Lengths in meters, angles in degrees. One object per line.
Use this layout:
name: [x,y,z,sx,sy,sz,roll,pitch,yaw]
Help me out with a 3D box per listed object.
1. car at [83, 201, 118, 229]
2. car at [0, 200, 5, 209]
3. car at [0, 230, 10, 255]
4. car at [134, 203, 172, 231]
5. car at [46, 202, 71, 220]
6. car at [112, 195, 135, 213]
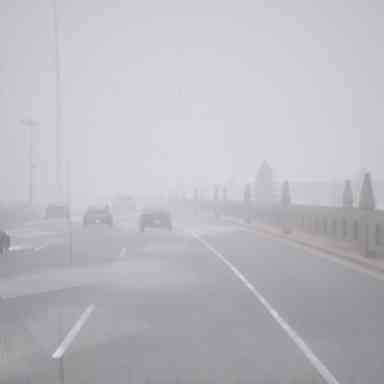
car: [-6.400,1.600,22.962,2.128,1.511,4.902,0,0,-13]
car: [-26.429,1.829,44.786,2.128,1.511,4.902,0,0,-30]
car: [-7.794,1.638,11.039,1.994,1.385,4.181,0,0,-7]
car: [-2.507,1.559,21.511,1.882,1.535,5.008,0,0,-12]
car: [-12.192,1.650,30.517,1.882,1.535,5.008,0,0,-18]
car: [-8.291,1.392,40.007,2.150,2.045,5.566,0,0,-22]
